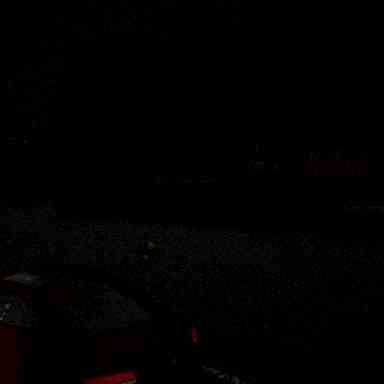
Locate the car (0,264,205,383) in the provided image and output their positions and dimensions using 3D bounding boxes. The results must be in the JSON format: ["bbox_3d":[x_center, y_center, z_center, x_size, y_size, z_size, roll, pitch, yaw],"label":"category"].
[{"bbox_3d":[-1.810,1.581,4.093,4.206,1.307,1.802,0,1,36],"label":"car"}]
